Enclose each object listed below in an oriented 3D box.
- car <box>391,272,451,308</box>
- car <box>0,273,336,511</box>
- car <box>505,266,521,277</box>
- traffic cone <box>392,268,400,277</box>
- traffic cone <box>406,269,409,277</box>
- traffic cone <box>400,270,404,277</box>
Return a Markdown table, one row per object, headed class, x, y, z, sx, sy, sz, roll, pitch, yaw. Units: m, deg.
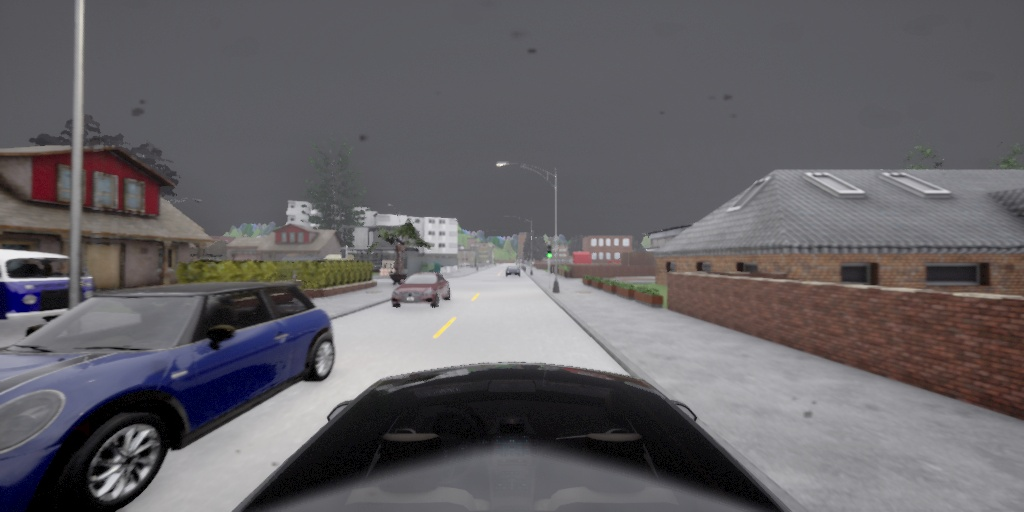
| class | x | y | z | sx | sy | sz | roll | pitch | yaw |
| --- | --- | --- | --- | --- | --- | --- | --- | --- | --- |
| car | -4.012 | 1.482 | 16.559 | 1.812 | 1.442 | 4.674 | 0 | -1 | 1 |
| car | -4.091 | 1.139 | 4.276 | 2.097 | 1.767 | 4.553 | 0 | -1 | 0 |
| car | 0.114 | 1.959 | 45.573 | 1.895 | 1.301 | 4.718 | 0 | -1 | 0 |
| traffic cone | -15.736 | 2.213 | 48.723 | 0.344 | 0.586 | 0.344 | 0 | 0 | 0 |
| traffic cone | -14.376 | 2.257 | 50.332 | 0.344 | 0.586 | 0.344 | 0 | 0 | 0 |
| traffic cone | -15.375 | 2.218 | 49.292 | 0.344 | 0.586 | 0.344 | 0 | 0 | 0 |
